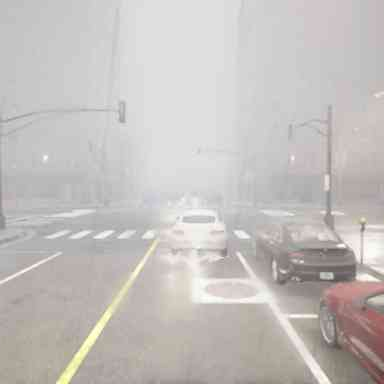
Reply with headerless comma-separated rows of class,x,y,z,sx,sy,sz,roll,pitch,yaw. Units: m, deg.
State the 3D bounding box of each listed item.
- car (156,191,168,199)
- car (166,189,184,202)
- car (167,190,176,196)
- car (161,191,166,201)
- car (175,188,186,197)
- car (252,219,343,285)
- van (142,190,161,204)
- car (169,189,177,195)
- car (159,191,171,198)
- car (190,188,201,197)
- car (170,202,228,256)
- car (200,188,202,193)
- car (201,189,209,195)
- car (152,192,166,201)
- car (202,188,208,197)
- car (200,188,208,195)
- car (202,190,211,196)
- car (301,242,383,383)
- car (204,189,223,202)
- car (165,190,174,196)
car,-5.371,0.581,60.562,1.802,1.307,4.206,0,1,1
car,-2.666,0.660,51.118,1.837,1.490,4.892,0,1,1
car,-5.171,0.164,83.230,1.887,1.381,4.507,0,1,1
car,-5.472,0.626,49.225,1.967,1.590,4.097,0,1,1
car,-2.447,0.474,68.033,1.895,1.301,4.718,0,1,1
car,2.707,1.401,8.842,2.008,1.369,4.403,0,1,0
van,-5.522,0.620,43.556,1.690,1.788,3.998,0,1,1
car,-5.122,0.051,88.727,1.752,1.417,4.829,0,1,1
car,-5.321,0.470,66.229,1.947,1.339,4.313,0,1,1
car,0.606,0.320,73.897,1.994,1.385,4.181,0,1,1
car,0.330,1.323,12.049,1.812,1.442,4.674,0,1,4
car,3.256,0.332,71.996,1.752,1.417,4.829,0,1,1
car,3.405,-0.037,88.831,1.967,1.590,4.097,0,1,1
car,-5.421,0.658,54.894,1.947,1.339,4.313,0,1,1
car,3.104,0.532,54.820,1.967,1.590,4.097,0,1,1
car,3.455,-0.259,94.496,2.192,1.841,5.009,0,1,1
car,3.305,0.265,77.496,2.008,1.369,4.403,0,1,1
car,2.683,1.525,3.250,1.802,1.307,4.206,0,1,0
car,3.004,0.719,43.484,1.967,1.590,4.097,0,1,1
car,-5.221,0.281,77.563,1.947,1.339,4.313,0,1,1
